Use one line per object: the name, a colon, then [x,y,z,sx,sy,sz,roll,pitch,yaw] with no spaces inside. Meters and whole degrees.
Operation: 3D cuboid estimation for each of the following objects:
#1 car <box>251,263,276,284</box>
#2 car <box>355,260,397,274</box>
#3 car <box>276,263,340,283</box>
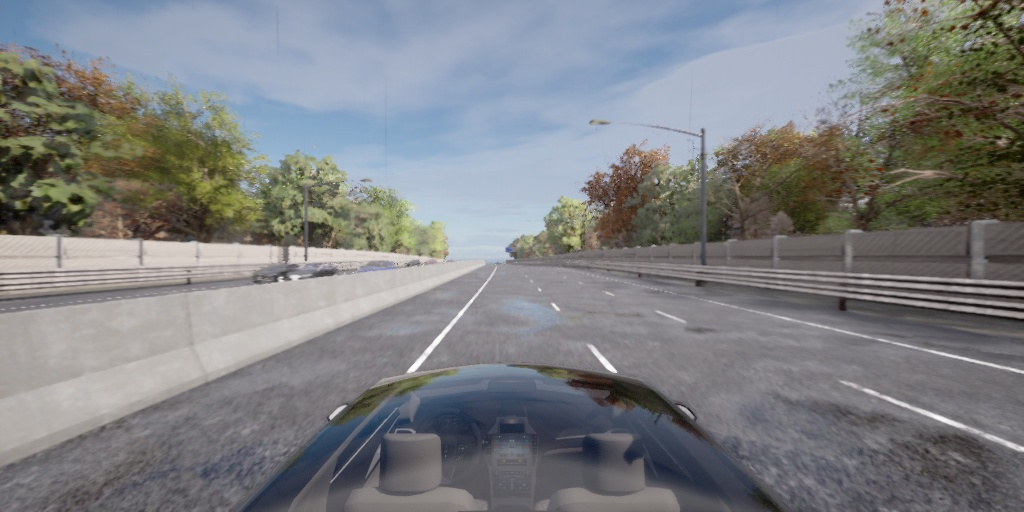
car: [-17.781,1.291,27.651,1.837,1.490,4.892,0,0,-1]
car: [-10.785,1.131,28.786,2.097,1.767,4.553,0,0,-1]
car: [-14.257,1.273,25.915,2.128,1.511,4.902,0,0,-1]
